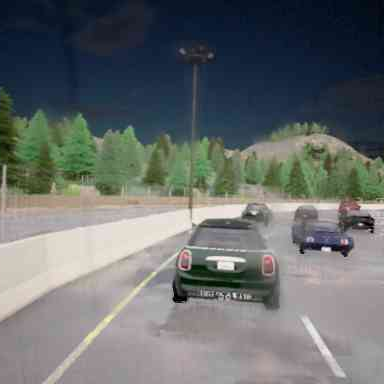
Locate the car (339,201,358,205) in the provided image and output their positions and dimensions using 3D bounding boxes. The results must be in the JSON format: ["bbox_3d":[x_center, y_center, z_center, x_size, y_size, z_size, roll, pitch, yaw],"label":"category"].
[{"bbox_3d":[18.485,2.052,39.024,2.150,2.045,5.566,2,0,29],"label":"car"}]

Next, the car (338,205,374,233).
[{"bbox_3d":[11.787,2.004,24.101,1.882,1.535,5.008,2,0,18],"label":"car"}]

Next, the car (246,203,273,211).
[{"bbox_3d":[5.343,1.667,26.837,2.097,1.767,4.553,2,0,19],"label":"car"}]

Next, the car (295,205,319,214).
[{"bbox_3d":[10.952,2.012,31.691,1.882,1.535,5.008,2,0,23],"label":"car"}]

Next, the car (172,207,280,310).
[{"bbox_3d":[0.906,1.424,8.344,2.097,1.767,4.553,2,0,7],"label":"car"}]

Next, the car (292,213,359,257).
[{"bbox_3d":[5.450,1.861,14.495,1.895,1.301,4.718,2,0,12],"label":"car"}]
